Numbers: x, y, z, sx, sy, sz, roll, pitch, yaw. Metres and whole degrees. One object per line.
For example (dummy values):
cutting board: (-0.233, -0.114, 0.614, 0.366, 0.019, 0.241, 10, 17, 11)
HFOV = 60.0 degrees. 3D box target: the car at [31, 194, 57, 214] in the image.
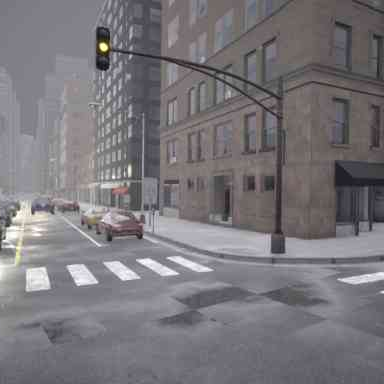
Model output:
car: (-15.838, 1.347, 35.162, 2.097, 1.767, 4.553, 1, 0, -26)

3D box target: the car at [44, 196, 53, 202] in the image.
car: (-33.122, 1.577, 76.646, 1.752, 1.417, 4.829, 0, 0, -26)

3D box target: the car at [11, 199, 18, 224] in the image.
car: (-12.728, 1.454, 21.566, 2.128, 1.511, 4.902, 1, 0, -26)

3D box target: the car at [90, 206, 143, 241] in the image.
car: (-3.652, 1.592, 16.549, 1.802, 1.307, 4.206, 0, 0, -26)

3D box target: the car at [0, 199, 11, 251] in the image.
car: (-8.711, 1.313, 13.365, 2.097, 1.767, 4.553, 1, 0, -26)

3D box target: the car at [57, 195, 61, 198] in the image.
car: (-15.900, 1.462, 41.524, 1.967, 1.590, 4.097, 0, 0, -26)

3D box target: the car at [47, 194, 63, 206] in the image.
car: (-23.249, 1.354, 56.510, 2.192, 1.841, 5.009, 0, 0, -26)

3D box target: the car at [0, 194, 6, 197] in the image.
car: (-28.447, 1.279, 47.746, 2.192, 1.841, 5.009, 0, 0, -26)

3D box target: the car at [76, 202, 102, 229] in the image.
car: (-6.176, 1.536, 21.696, 1.752, 1.417, 4.829, 0, 0, -26)

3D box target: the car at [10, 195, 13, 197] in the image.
car: (-38.247, 1.421, 67.734, 1.967, 1.590, 4.097, 0, 0, -26)

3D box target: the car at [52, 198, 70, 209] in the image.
car: (-18.349, 1.572, 46.520, 1.887, 1.381, 4.507, 0, 0, -26)

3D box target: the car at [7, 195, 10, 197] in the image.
car: (-33.346, 1.414, 57.739, 1.967, 1.590, 4.097, 0, 0, -26)

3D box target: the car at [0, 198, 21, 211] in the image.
car: (-17.044, 1.515, 30.437, 2.033, 1.411, 5.357, 1, 0, -26)

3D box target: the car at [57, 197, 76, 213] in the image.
car: (-13.449, 1.562, 36.529, 1.887, 1.381, 4.507, 0, 0, -26)

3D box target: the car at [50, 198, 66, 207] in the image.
car: (-20.799, 1.584, 51.515, 2.008, 1.369, 4.403, 0, 0, -26)
